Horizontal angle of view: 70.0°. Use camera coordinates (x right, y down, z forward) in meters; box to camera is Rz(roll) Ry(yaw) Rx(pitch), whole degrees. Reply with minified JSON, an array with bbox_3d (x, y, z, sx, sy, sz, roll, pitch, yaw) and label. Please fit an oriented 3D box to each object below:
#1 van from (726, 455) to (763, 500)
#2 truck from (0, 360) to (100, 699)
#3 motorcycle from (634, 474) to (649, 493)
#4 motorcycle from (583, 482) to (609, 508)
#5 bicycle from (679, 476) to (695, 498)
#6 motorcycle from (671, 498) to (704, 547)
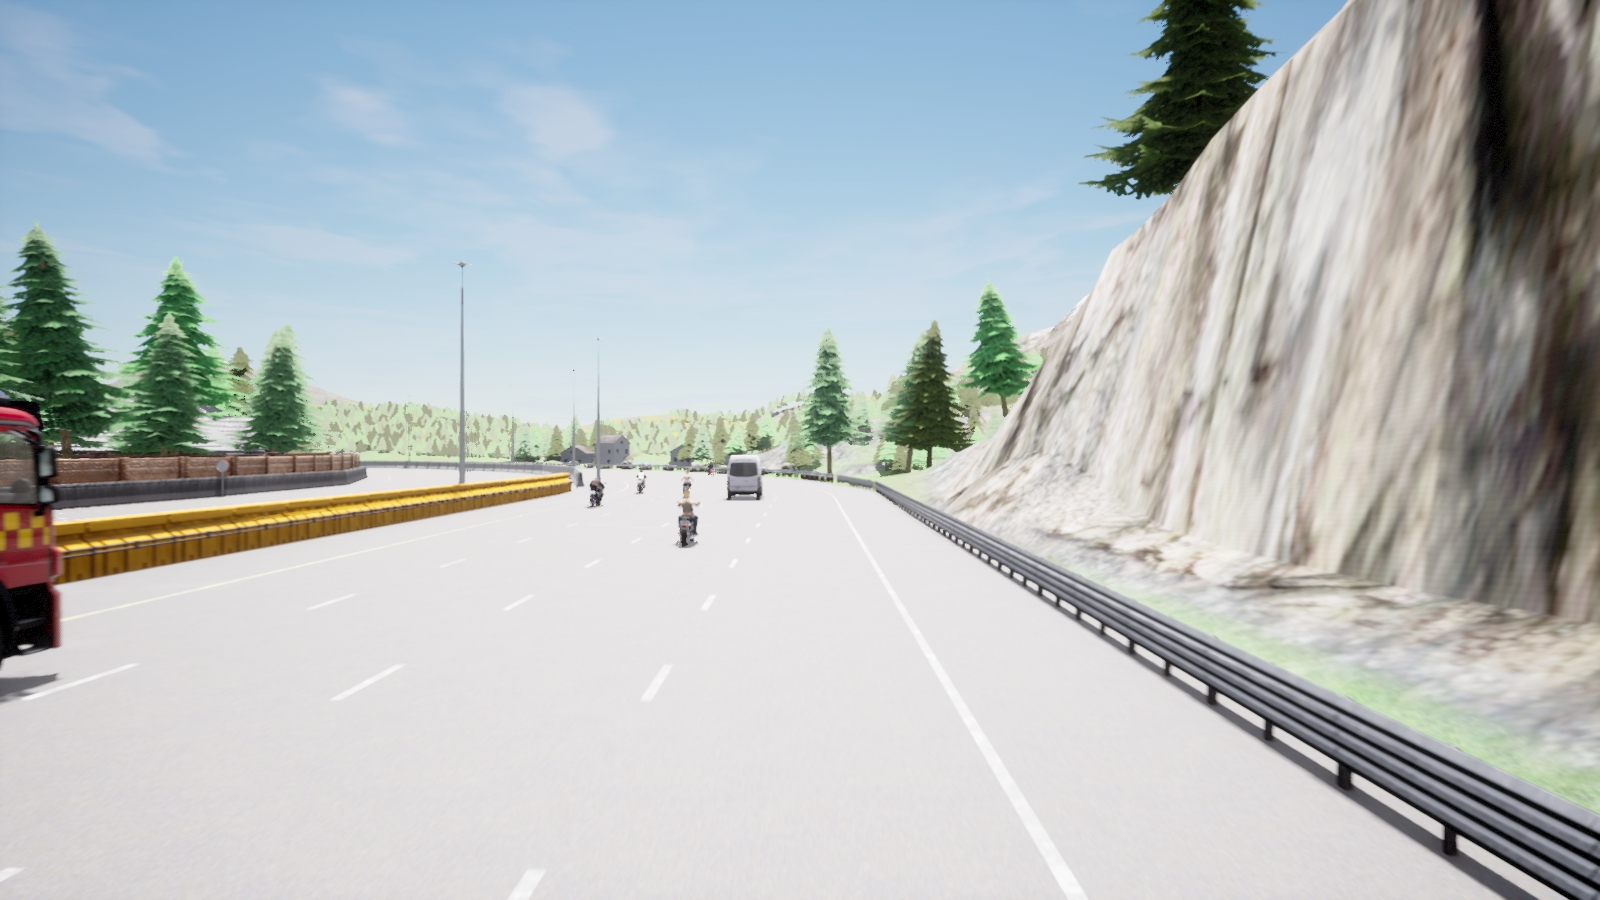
[{"bbox_3d":[-3.267,1.577,68.331,1.988,2.561,5.915,0,0,0],"label":"van"},{"bbox_3d":[-10.495,0.897,10.506,2.891,3.827,8.468,0,0,0],"label":"truck"},{"bbox_3d":[-10.503,2.223,75.638,0.803,1.217,2.033,0,0,-3],"label":"motorcycle"},{"bbox_3d":[-10.237,2.240,57.444,0.867,1.251,2.209,0,0,0],"label":"motorcycle"},{"bbox_3d":[-6.712,2.191,68.027,0.859,1.295,1.487,0,0,-1],"label":"bicycle"},{"bbox_3d":[-3.373,2.167,34.431,0.764,1.325,2.356,0,0,0],"label":"motorcycle"}]
